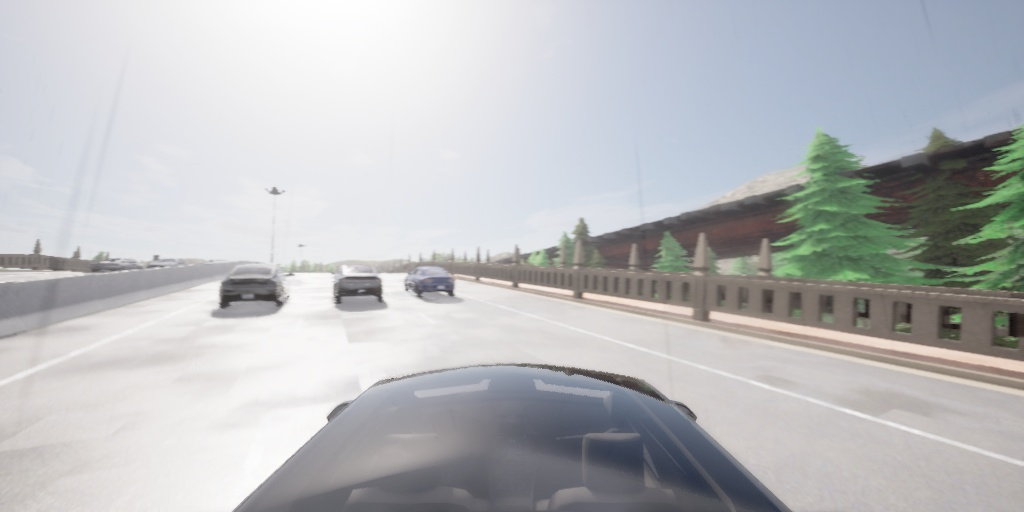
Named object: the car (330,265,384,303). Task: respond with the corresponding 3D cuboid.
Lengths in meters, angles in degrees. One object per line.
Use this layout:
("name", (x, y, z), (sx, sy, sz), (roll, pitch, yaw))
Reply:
("car", (-6.928, 1.141, 16.010), (2.128, 1.511, 4.902), (2, 0, -28))

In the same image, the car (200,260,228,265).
("car", (-28.921, 1.013, 35.214), (1.895, 1.301, 4.718), (2, -3, -28))

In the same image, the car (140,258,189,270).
("car", (-32.035, 0.914, 33.621), (2.033, 1.411, 5.357), (2, -3, -28))

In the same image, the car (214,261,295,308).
("car", (-9.825, 1.066, 13.999), (1.837, 1.490, 4.892), (2, 0, -28))

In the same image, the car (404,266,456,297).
("car", (-4.315, 1.260, 18.565), (1.812, 1.442, 4.674), (2, 0, -28))

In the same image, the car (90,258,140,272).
("car", (-35.123, 0.852, 31.973), (1.895, 1.301, 4.718), (2, -3, -28))
